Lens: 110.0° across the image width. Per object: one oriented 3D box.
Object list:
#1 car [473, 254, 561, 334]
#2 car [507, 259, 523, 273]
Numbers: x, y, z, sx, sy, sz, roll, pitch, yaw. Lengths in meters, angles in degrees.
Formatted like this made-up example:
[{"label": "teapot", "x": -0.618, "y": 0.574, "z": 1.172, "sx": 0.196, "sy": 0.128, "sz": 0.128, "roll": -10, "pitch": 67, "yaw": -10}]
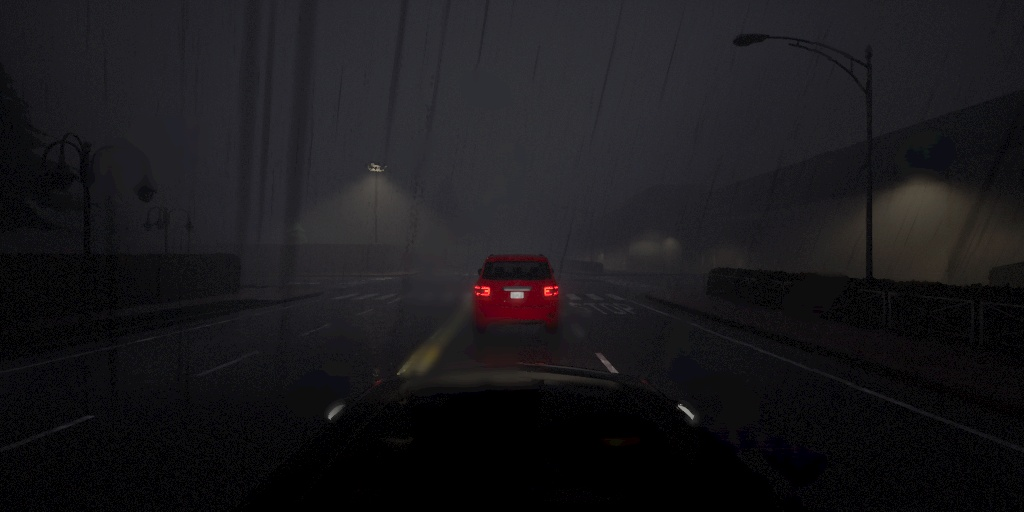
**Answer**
[{"label": "car", "x": 0.121, "y": 0.971, "z": 10.734, "sx": 2.150, "sy": 2.045, "sz": 5.566, "roll": 0, "pitch": 0, "yaw": 0}, {"label": "car", "x": 0.353, "y": 1.228, "z": 45.586, "sx": 1.882, "sy": 1.535, "sz": 5.008, "roll": 0, "pitch": 0, "yaw": 1}]
